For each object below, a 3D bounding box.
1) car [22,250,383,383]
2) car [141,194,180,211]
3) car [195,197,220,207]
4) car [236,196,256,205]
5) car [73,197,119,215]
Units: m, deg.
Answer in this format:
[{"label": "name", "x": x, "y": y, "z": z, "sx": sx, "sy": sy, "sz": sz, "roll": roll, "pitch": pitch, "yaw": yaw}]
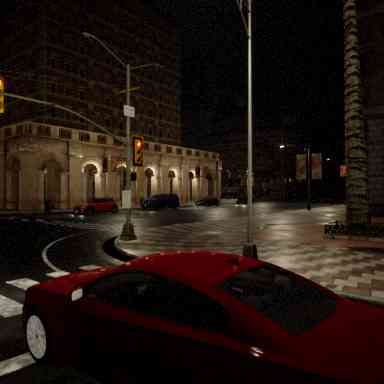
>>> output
[{"label": "car", "x": -0.206, "y": 1.478, "z": 4.081, "sx": 5.008, "sy": 1.535, "sz": 1.882, "roll": 0, "pitch": 0, "yaw": 38}, {"label": "car", "x": -3.861, "y": 1.222, "z": 41.986, "sx": 2.150, "sy": 2.045, "sz": 5.566, "roll": 0, "pitch": 0, "yaw": 38}, {"label": "car", "x": 2.367, "y": 1.490, "z": 49.968, "sx": 2.128, "sy": 1.511, "sz": 4.902, "roll": 0, "pitch": 0, "yaw": 38}, {"label": "car", "x": 9.614, "y": 1.505, "z": 59.280, "sx": 1.837, "sy": 1.490, "sz": 4.892, "roll": 0, "pitch": 0, "yaw": 38}, {"label": "car", "x": -9.887, "y": 1.352, "z": 34.369, "sx": 2.097, "sy": 1.767, "sz": 4.553, "roll": 0, "pitch": 0, "yaw": 39}]
